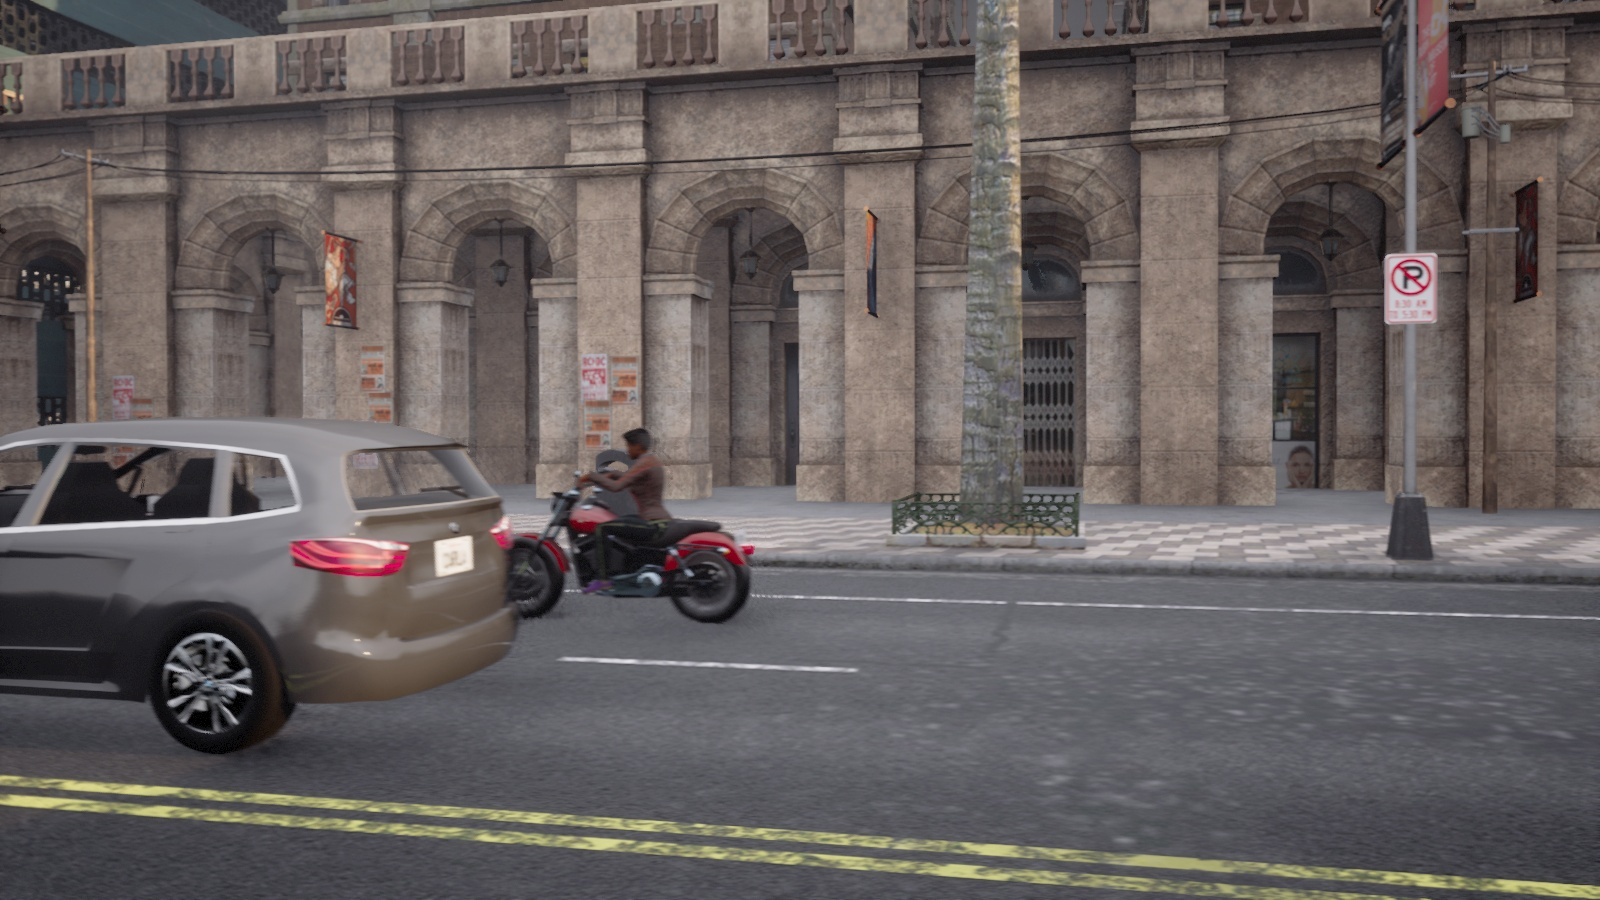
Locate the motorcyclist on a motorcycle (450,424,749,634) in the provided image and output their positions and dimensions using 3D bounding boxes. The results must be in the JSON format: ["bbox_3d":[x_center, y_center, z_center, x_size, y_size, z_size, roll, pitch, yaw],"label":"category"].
[{"bbox_3d":[-1.667,0.613,10.518,2.350,1.649,0.766,0,1,13],"label":"motorcyclist on a motorcycle"}]

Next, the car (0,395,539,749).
[{"bbox_3d":[-4.180,0.542,7.506,4.611,1.667,2.242,0,1,13],"label":"car"}]
